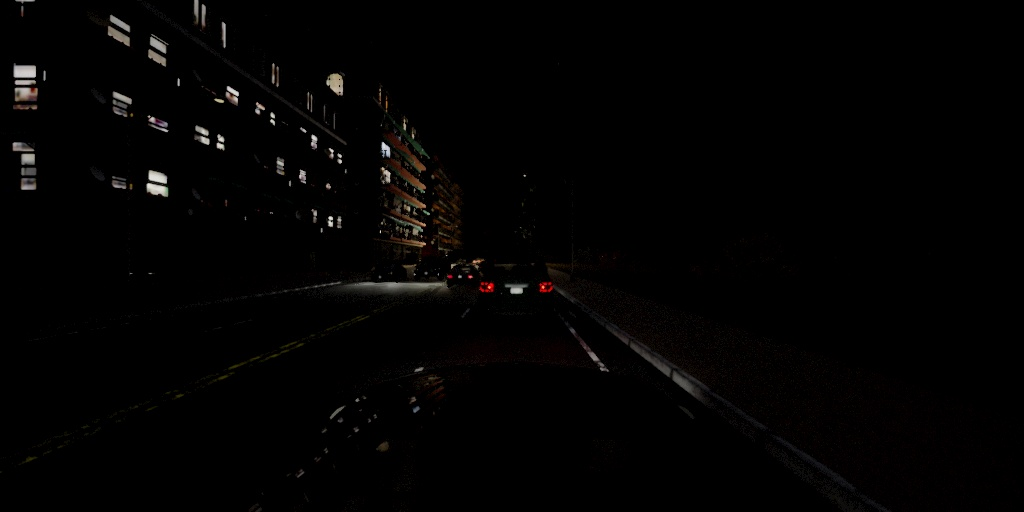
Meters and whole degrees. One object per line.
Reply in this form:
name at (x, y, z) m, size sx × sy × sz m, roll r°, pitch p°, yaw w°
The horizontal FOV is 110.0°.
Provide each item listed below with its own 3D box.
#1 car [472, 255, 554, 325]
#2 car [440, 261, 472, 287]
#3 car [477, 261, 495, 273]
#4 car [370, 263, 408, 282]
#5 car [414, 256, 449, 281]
car at (0.094, 0.979, 11.989) m, size 2.150 × 2.045 × 5.566 m, roll 0°, pitch 0°, yaw 0°
car at (-3.155, 1.307, 24.260) m, size 2.033 × 1.411 × 5.357 m, roll 0°, pitch 0°, yaw 0°
car at (-3.159, 1.291, 44.218) m, size 1.812 × 1.442 × 4.674 m, roll 0°, pitch -1°, yaw 0°
car at (-9.856, 1.286, 29.089) m, size 1.812 × 1.442 × 4.674 m, roll 0°, pitch 0°, yaw 0°
car at (-6.607, 0.982, 30.291) m, size 2.150 × 2.045 × 5.566 m, roll 0°, pitch 0°, yaw 0°
